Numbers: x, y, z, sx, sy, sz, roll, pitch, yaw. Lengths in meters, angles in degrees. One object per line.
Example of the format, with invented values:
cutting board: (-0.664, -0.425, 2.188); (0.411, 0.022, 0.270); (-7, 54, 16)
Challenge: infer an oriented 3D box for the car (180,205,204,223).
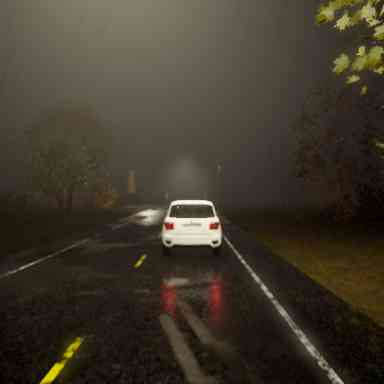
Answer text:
car: (-0.013, 1.892, 29.101); (1.895, 1.301, 4.718); (0, -1, 0)

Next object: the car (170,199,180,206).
car: (-3.537, 2.275, 70.986); (1.994, 1.385, 4.181); (0, -1, 0)

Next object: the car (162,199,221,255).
car: (-0.007, 1.356, 14.019); (2.150, 2.045, 5.566); (0, 0, 0)
